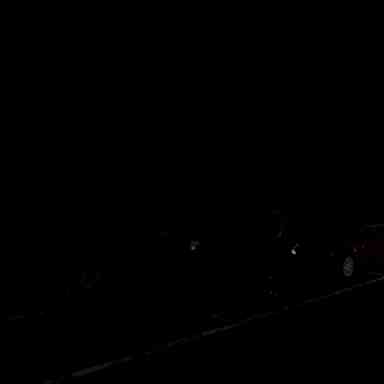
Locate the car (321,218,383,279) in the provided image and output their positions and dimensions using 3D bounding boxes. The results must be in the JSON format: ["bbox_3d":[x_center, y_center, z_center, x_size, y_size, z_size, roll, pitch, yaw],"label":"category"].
[{"bbox_3d":[4.690,1.520,9.971,4.507,1.381,1.887,0,0,-35],"label":"car"}]

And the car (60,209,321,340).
[{"bbox_3d":[0.092,1.303,6.709,5.009,1.841,2.192,0,0,-35],"label":"car"}]
